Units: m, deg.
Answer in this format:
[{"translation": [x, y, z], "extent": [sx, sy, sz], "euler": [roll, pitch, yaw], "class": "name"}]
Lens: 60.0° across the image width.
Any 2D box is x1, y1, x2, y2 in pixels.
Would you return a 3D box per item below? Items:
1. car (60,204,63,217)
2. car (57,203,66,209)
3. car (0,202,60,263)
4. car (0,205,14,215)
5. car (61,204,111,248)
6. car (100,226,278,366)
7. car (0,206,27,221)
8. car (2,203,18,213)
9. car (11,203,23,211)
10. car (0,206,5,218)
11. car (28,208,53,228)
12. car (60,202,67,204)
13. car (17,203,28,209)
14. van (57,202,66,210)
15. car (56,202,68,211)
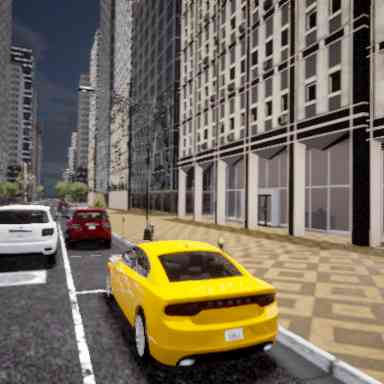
[{"translation": [-16.352, 2.608, 43.563], "extent": [2.008, 1.369, 4.403], "euler": [1, -2, -23], "class": "car"}, {"translation": [-31.603, 3.361, 80.302], "extent": [1.967, 1.590, 4.097], "euler": [1, -2, -23], "class": "car"}, {"translation": [-6.460, 1.527, 13.020], "extent": [2.150, 2.045, 5.566], "euler": [1, -2, -23], "class": "car"}, {"translation": [-28.449, 2.708, 50.849], "extent": [1.802, 1.307, 4.206], "euler": [1, -2, -23], "class": "car"}, {"translation": [-5.458, 1.753, 17.329], "extent": [2.192, 1.841, 5.009], "euler": [1, -2, -23], "class": "car"}, {"translation": [-0.428, 1.663, 6.401], "extent": [1.882, 1.535, 5.008], "euler": [1, -2, -23], "class": "car"}, {"translation": [-20.004, 2.392, 37.482], "extent": [2.033, 1.411, 5.357], "euler": [1, -2, -22], "class": "car"}, {"translation": [-30.628, 2.690, 56.101], "extent": [1.967, 1.590, 4.097], "euler": [1, -2, -23], "class": "car"}, {"translation": [-34.920, 3.019, 66.438], "extent": [1.752, 1.417, 4.829], "euler": [1, -2, -23], "class": "car"}, {"translation": [-24.092, 2.430, 40.354], "extent": [2.008, 1.369, 4.403], "euler": [1, -2, -23], "class": "car"}, {"translation": [-13.246, 2.215, 29.307], "extent": [1.812, 1.442, 4.674], "euler": [1, -2, -23], "class": "car"}, {"translation": [-25.067, 2.866, 64.561], "extent": [2.192, 1.841, 5.009], "euler": [1, -2, -23], "class": "car"}, {"translation": [-39.343, 3.309, 77.090], "extent": [1.947, 1.339, 4.313], "euler": [1, -2, -23], "class": "car"}, {"translation": [-29.424, 3.139, 75.057], "extent": [1.690, 1.788, 3.998], "euler": [1, -2, -23], "class": "van"}, {"translation": [-27.245, 2.989, 69.810], "extent": [2.192, 1.841, 5.009], "euler": [1, -2, -23], "class": "car"}]
